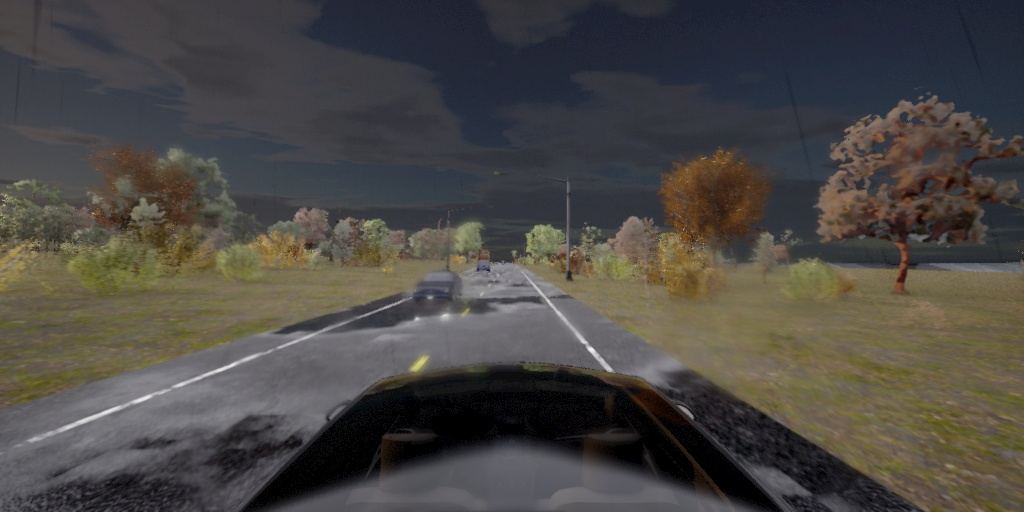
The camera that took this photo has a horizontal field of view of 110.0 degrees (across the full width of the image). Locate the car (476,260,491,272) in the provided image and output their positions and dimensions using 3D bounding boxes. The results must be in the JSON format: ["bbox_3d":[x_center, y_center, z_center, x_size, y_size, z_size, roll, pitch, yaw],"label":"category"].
[{"bbox_3d":[-4.772,1.650,59.680,2.150,2.045,5.566,0,-1,-6],"label":"car"}]

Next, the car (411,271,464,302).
[{"bbox_3d":[-3.600,1.485,18.461,2.033,1.411,5.357,0,-1,0],"label":"car"}]
